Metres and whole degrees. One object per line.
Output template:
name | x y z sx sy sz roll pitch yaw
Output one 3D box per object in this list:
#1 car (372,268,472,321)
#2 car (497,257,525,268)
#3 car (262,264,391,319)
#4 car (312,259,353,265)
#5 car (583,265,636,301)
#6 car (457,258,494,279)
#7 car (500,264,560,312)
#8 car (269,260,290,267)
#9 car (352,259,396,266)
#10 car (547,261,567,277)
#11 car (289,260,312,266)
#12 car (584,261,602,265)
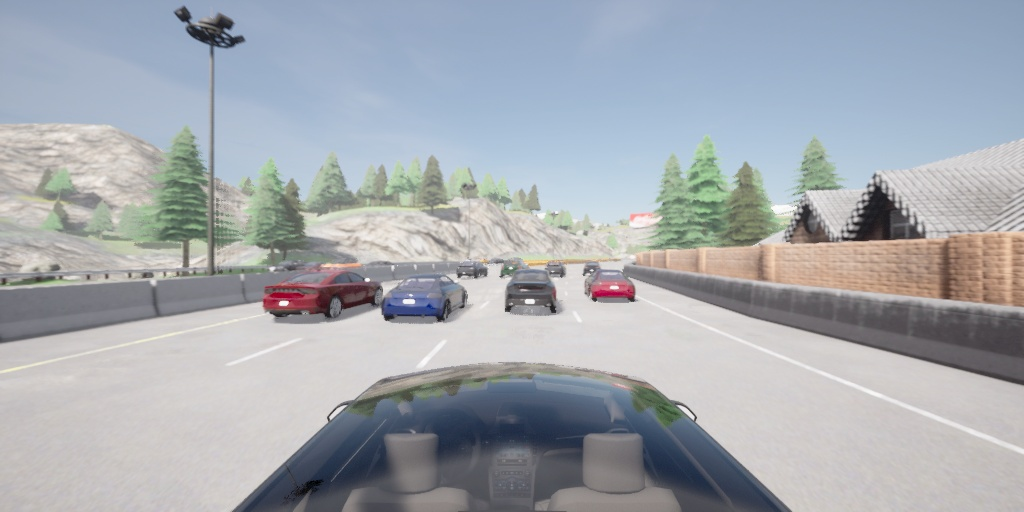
car | -2.862 1.306 12.496 1.994 1.385 4.181 0 0 4
car | 0.357 1.104 33.943 2.097 1.767 4.553 0 0 12
car | -6.357 1.210 12.748 1.882 1.535 5.008 0 0 4
car | -17.260 1.056 36.147 2.097 1.767 4.553 0 0 13
car | 4.642 1.328 17.457 1.994 1.385 4.181 0 0 6
car | -3.529 1.233 32.561 2.128 1.511 4.902 0 0 12
car | 0.794 1.253 14.305 1.837 1.490 4.892 0 0 5
car | -23.841 1.177 38.806 2.128 1.511 4.902 0 0 13
car | -13.616 1.219 36.490 1.837 1.490 4.892 0 0 13
car | 4.359 1.255 35.727 2.128 1.511 4.902 0 0 13
car | -20.532 1.258 37.556 1.994 1.385 4.181 0 0 13
car | 8.676 1.301 38.506 1.812 1.442 4.674 0 0 15
